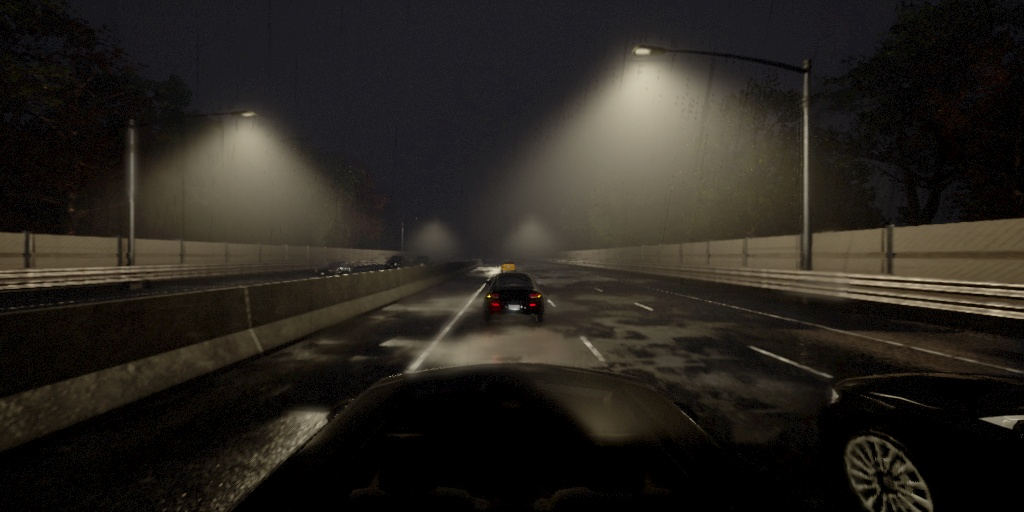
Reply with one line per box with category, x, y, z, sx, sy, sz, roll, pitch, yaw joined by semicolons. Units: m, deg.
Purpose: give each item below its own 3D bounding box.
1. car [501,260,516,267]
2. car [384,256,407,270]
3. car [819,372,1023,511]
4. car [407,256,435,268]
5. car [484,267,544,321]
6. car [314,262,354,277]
car;-0.445;1.222;44.581;1.801;1.575;5.366;0;0;-1
car;-14.671;0.988;46.379;2.150;2.045;5.566;0;0;-1
car;3.592;1.241;1.110;2.128;1.511;4.902;0;0;0
car;-11.154;0.985;45.354;2.150;2.045;5.566;0;0;-1
car;0.054;1.280;12.350;1.812;1.442;4.674;0;0;0
car;-17.964;1.308;36.593;2.033;1.411;5.357;0;0;-1
